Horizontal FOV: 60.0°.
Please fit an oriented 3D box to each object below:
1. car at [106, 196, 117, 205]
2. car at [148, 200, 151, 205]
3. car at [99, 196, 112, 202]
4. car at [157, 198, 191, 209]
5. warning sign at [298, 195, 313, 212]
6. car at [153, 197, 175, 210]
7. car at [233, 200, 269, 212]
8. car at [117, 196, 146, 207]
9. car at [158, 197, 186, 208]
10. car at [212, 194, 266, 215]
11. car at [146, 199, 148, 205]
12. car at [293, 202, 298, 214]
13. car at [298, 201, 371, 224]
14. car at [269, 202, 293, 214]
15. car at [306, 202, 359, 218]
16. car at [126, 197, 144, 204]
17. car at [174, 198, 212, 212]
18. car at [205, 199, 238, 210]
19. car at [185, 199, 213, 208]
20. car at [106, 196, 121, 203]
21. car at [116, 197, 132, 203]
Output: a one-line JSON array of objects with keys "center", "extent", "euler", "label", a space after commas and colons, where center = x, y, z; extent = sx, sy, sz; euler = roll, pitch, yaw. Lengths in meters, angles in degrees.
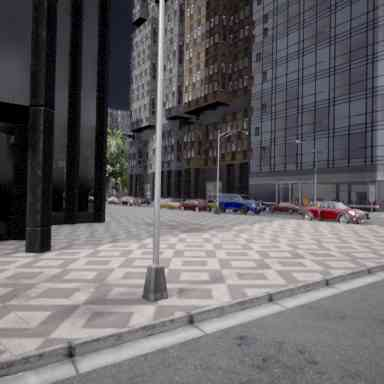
[{"center": [-12.359, 1.533, 54.479], "extent": [1.802, 1.307, 4.206], "euler": [2, -1, -35], "label": "car"}, {"center": [-5.411, 1.727, 59.416], "extent": [2.008, 1.369, 4.403], "euler": [2, -1, -35], "label": "car"}, {"center": [-21.324, 1.757, 81.763], "extent": [1.802, 1.307, 4.206], "euler": [2, -1, -35], "label": "car"}, {"center": [-2.577, 1.565, 45.363], "extent": [2.033, 1.411, 5.357], "euler": [2, -1, -35], "label": "car"}, {"center": [12.858, 1.338, 37.751], "extent": [1.300, 1.860, 1.060], "euler": [2, -1, -35], "label": "warning sign"}, {"center": [-2.710, 1.469, 40.930], "extent": [1.752, 1.417, 4.829], "euler": [2, -1, -35], "label": "car"}, {"center": [7.318, 1.732, 41.537], "extent": [1.947, 1.339, 4.313], "euler": [2, -1, -35], "label": "car"}, {"center": [-9.173, 1.390, 50.011], "extent": [1.967, 1.590, 4.097], "euler": [2, -1, -35], "label": "car"}, {"center": [-3.211, 1.594, 51.639], "extent": [2.128, 1.511, 4.902], "euler": [2, -1, -35], "label": "car"}, {"center": [4.921, 1.230, 34.827], "extent": [2.150, 2.045, 5.566], "euler": [2, -1, -35], "label": "car"}, {"center": [-9.298, 1.704, 60.112], "extent": [1.895, 1.301, 4.718], "euler": [2, -1, -35], "label": "car"}, {"center": [11.056, 1.551, 26.245], "extent": [2.033, 1.411, 5.357], "euler": [2, -1, -33], "label": "car"}, {"center": [9.907, 1.371, 23.215], "extent": [1.967, 1.590, 4.097], "euler": [2, -1, -36], "label": "car"}, {"center": [10.500, 1.745, 37.067], "extent": [1.802, 1.307, 4.206], "euler": [2, -1, -35], "label": "car"}, {"center": [13.683, 1.725, 32.598], "extent": [1.947, 1.339, 4.313], "euler": [2, -1, -35], "label": "car"}, {"center": [-11.777, 1.742, 68.355], "extent": [1.947, 1.339, 4.313], "euler": [2, -1, -35], "label": "car"}, {"center": [0.374, 1.486, 36.598], "extent": [1.887, 1.381, 4.507], "euler": [2, -1, -35], "label": "car"}, {"center": [4.038, 1.695, 46.146], "extent": [1.752, 1.417, 4.829], "euler": [2, -1, -35], "label": "car"}, {"center": [0.954, 1.723, 50.476], "extent": [2.008, 1.369, 4.403], "euler": [2, -1, -35], "label": "car"}, {"center": [-18.239, 1.700, 77.433], "extent": [1.752, 1.417, 4.829], "euler": [2, -1, -35], "label": "car"}, {"center": [-14.959, 1.741, 72.825], "extent": [1.947, 1.339, 4.313], "euler": [2, -1, -35], "label": "car"}]
